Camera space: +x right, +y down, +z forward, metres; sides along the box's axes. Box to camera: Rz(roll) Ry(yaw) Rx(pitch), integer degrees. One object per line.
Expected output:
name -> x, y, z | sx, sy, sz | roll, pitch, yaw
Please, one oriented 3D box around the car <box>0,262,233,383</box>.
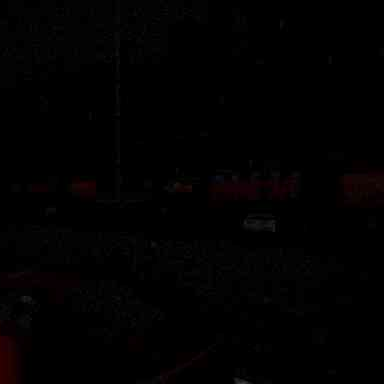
car -> -1.698, 1.544, 4.034 | 4.507, 1.381, 1.887 | 0, -1, 36
